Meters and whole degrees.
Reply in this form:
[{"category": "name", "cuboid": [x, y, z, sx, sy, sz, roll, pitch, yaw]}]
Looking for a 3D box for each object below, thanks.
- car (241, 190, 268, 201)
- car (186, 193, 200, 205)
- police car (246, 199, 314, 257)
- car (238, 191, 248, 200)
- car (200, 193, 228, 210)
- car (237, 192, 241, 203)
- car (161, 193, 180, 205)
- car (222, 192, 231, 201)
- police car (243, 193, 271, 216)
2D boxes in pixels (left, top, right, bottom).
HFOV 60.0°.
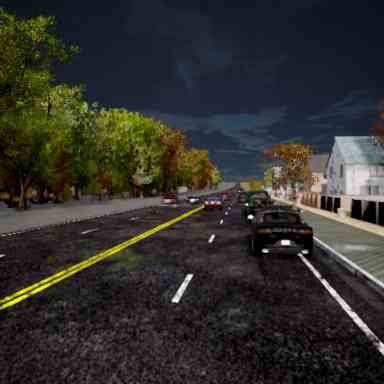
[{"category": "car", "cuboid": [5.509, 0.865, 28.185, 2.150, 2.045, 5.566, 0, 1, 8]}, {"category": "car", "cuboid": [0.425, 0.903, 45.388, 2.128, 1.511, 4.902, 0, 1, 9]}, {"category": "police car", "cuboid": [3.165, 1.268, 12.443, 1.930, 1.638, 5.238, 0, 1, 8]}, {"category": "car", "cuboid": [9.951, 0.618, 64.649, 1.882, 1.535, 5.008, 0, 1, 8]}, {"category": "car", "cuboid": [2.398, 1.094, 35.307, 2.033, 1.411, 5.357, 0, 1, 8]}, {"category": "car", "cuboid": [7.886, 0.842, 50.454, 1.837, 1.490, 4.892, 0, 0, 9]}, {"category": "car", "cuboid": [-2.866, 0.938, 45.352, 1.812, 1.442, 4.674, 0, 1, 9]}, {"category": "car", "cuboid": [5.804, 0.758, 58.201, 1.812, 1.442, 4.674, 0, 0, 9]}, {"category": "police car", "cuboid": [4.638, 1.143, 22.334, 1.930, 1.638, 5.238, 0, 1, 8]}]
